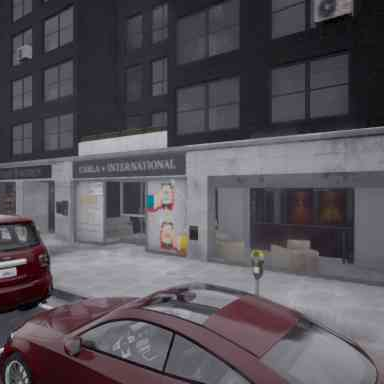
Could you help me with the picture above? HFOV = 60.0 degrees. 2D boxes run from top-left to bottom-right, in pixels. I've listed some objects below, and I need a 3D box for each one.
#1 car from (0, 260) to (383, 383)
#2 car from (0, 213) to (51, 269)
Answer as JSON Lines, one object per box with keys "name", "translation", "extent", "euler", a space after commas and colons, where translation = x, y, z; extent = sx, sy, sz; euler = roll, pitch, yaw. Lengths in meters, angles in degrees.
{"name": "car", "translation": [-0.137, 1.582, 3.170], "extent": [4.206, 1.307, 1.802], "euler": [0, 0, 35]}
{"name": "car", "translation": [-4.752, 1.314, 6.448], "extent": [5.009, 1.841, 2.192], "euler": [0, 0, 35]}
